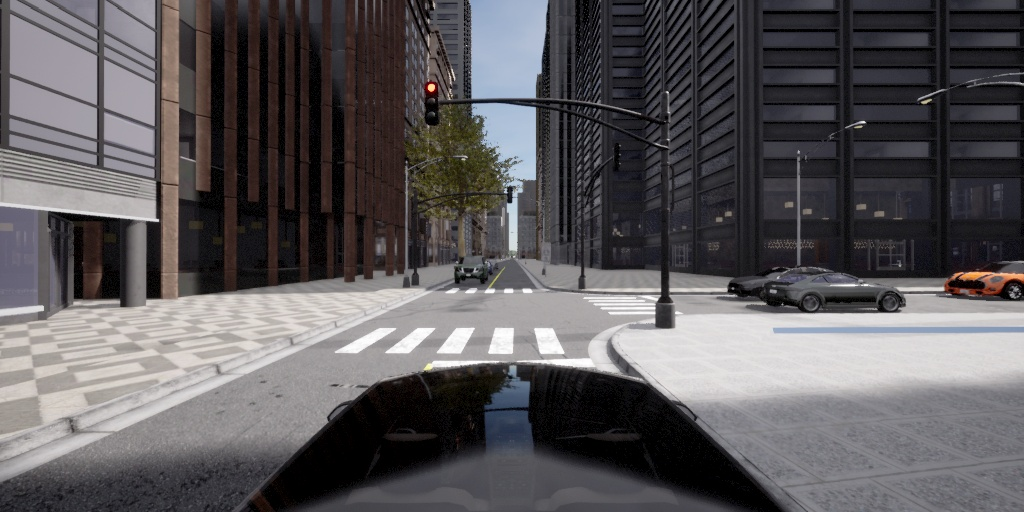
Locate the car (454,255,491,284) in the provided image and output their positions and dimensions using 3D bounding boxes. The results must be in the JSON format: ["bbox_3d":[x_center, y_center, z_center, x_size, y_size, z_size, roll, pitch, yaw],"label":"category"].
[{"bbox_3d":[-3.027,0.975,27.647,2.150,2.045,5.566,0,0,0],"label":"car"}]

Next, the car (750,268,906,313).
[{"bbox_3d":[11.556,1.257,13.104,4.181,1.385,1.994,0,0,0],"label":"car"}]

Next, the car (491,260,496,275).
[{"bbox_3d":[-2.996,1.286,38.277,1.812,1.442,4.674,0,0,0],"label":"car"}]

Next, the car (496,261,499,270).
[{"bbox_3d":[-2.939,1.272,51.812,2.128,1.511,4.902,0,0,0],"label":"car"}]

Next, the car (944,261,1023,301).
[{"bbox_3d":[22.699,1.021,16.200,4.553,1.767,2.097,0,0,0],"label":"car"}]

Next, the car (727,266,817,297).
[{"bbox_3d":[12.412,1.207,16.205,4.892,1.490,1.837,0,0,0],"label":"car"}]
